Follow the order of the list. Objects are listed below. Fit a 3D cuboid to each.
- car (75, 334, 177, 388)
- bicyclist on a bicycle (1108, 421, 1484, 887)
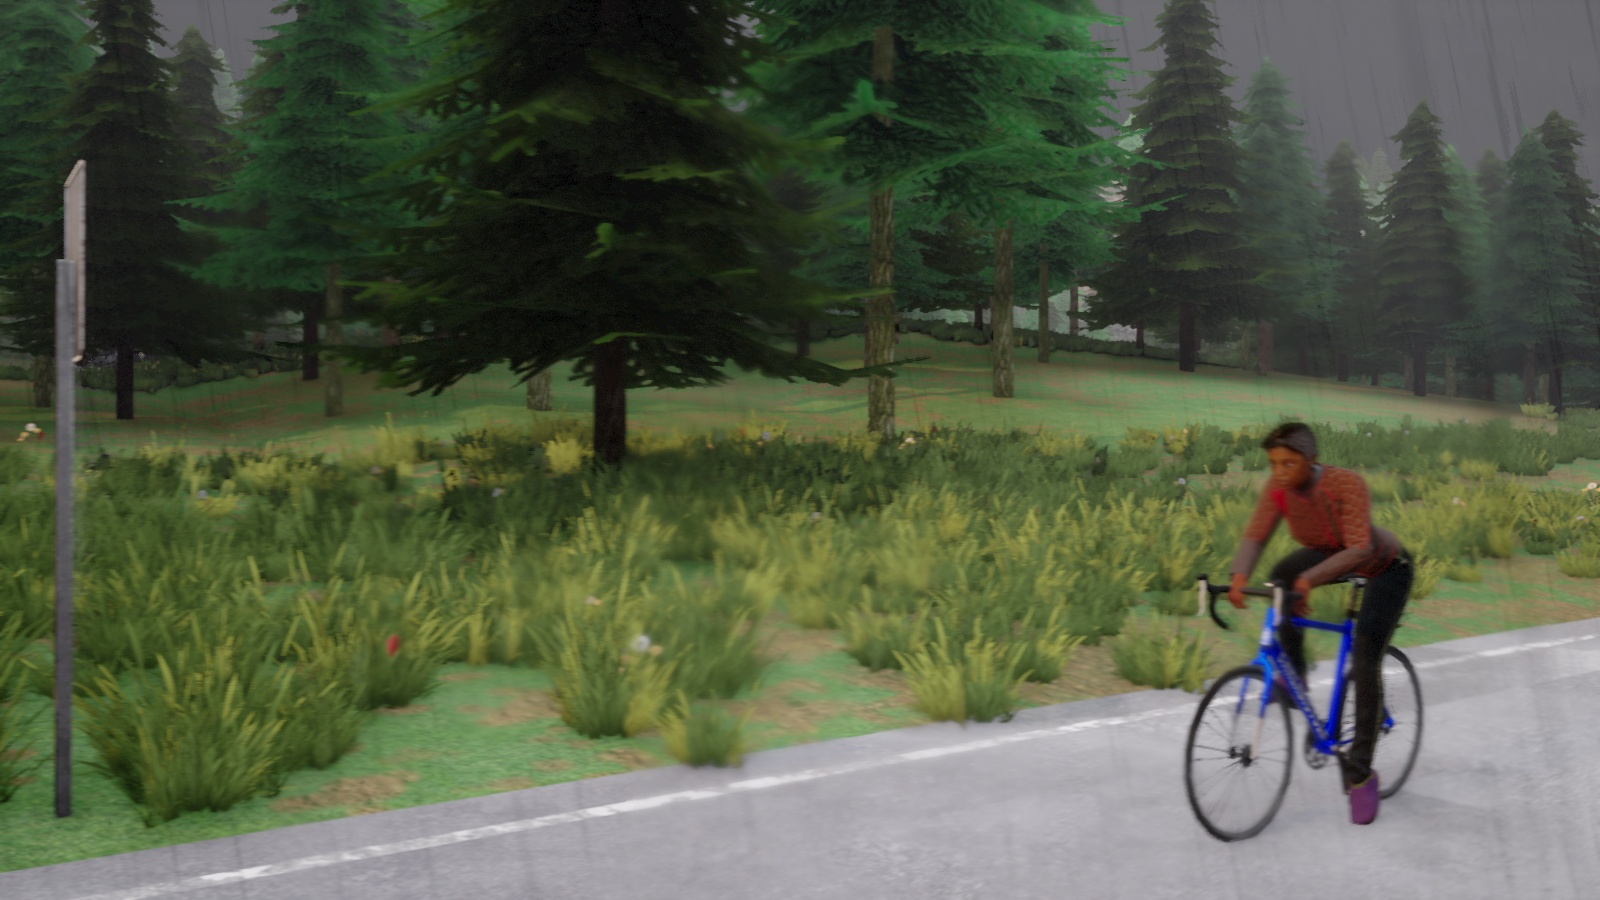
[{"bbox_3d":[-30.707,-4.016,57.209,3.866,1.878,1.905,-6,-2,20],"label":"car"},{"bbox_3d":[2.042,0.706,5.080,1.656,1.620,0.582,0,0,-35],"label":"bicyclist on a bicycle"}]
